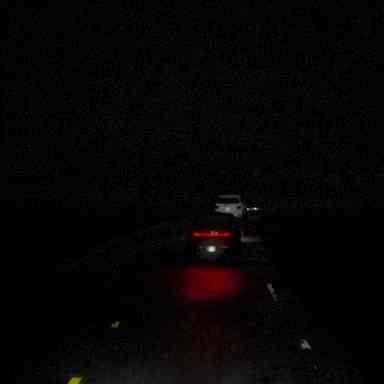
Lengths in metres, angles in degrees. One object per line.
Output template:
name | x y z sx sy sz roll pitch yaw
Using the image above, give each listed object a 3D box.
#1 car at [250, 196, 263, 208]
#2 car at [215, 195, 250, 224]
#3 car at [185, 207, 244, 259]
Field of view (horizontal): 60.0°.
car | 10.829 1.742 57.925 2.150 2.045 5.566 -1 -2 26
car | 3.139 1.259 26.300 2.150 2.045 5.566 0 0 13
car | 0.913 1.517 12.595 1.837 1.490 4.892 0 0 8
